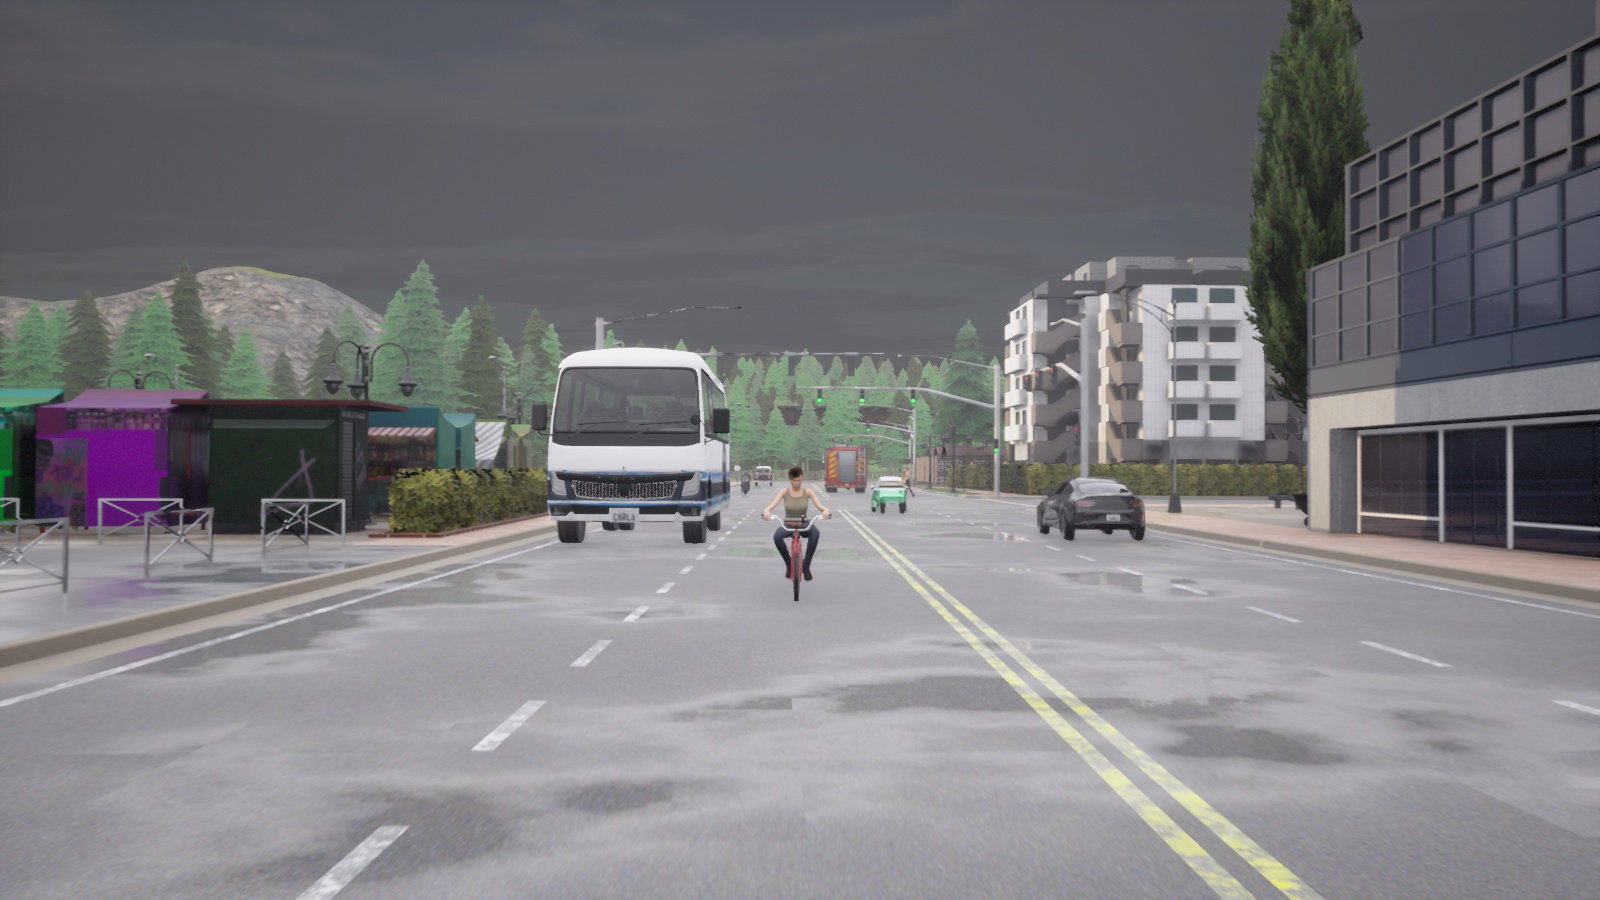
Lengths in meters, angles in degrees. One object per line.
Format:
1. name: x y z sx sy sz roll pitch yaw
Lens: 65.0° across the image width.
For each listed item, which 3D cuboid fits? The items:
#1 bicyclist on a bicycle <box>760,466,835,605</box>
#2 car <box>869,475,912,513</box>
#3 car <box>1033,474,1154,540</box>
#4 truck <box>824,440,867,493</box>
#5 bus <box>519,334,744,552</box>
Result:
1. bicyclist on a bicycle: -0.034 1.010 15.424 0.866 1.612 1.509 0 -1 0
2. car: 3.445 1.657 47.899 1.481 1.376 2.207 0 -1 0
3. car: 6.965 1.320 30.319 1.812 1.442 4.674 0 -1 0
4. truck: 3.389 1.225 94.844 2.891 3.827 8.468 0 -1 0
5. bus: -3.540 -0.050 29.730 3.944 4.253 10.273 0 -1 0
